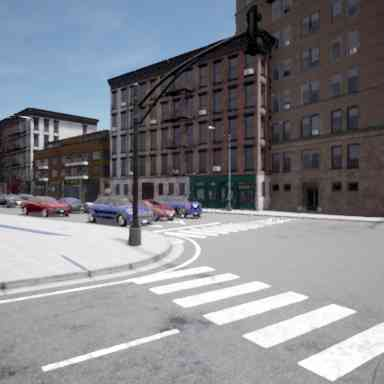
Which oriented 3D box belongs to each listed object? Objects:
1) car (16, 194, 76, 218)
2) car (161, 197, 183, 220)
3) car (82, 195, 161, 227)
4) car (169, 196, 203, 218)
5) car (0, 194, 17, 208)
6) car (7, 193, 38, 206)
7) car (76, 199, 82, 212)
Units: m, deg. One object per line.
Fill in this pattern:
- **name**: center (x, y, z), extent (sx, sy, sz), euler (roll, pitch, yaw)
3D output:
- **car**: center (-11.615, 1.118, 26.321), extent (5.008, 1.535, 1.882), euler (1, 0, 39)
- **car**: center (-3.249, 1.266, 23.930), extent (4.674, 1.442, 1.812), euler (1, 0, 38)
- **car**: center (-4.460, 1.089, 20.681), extent (4.553, 1.767, 2.097), euler (1, 0, 39)
- **car**: center (-1.427, 1.105, 26.807), extent (4.553, 1.767, 2.097), euler (1, 0, 38)
- **car**: center (-20.643, 1.010, 37.911), extent (4.902, 1.511, 2.128), euler (1, 0, 40)
- **car**: center (-22.497, 0.965, 43.994), extent (5.008, 1.535, 1.882), euler (1, 0, 41)
- **car**: center (-11.028, 1.201, 30.012), extent (4.181, 1.385, 1.994), euler (1, 0, 39)
